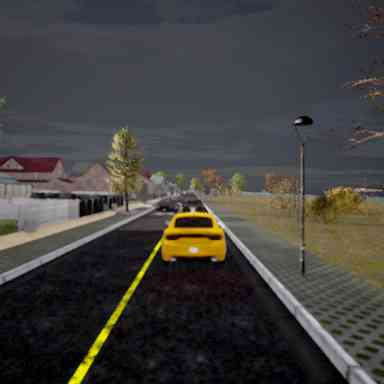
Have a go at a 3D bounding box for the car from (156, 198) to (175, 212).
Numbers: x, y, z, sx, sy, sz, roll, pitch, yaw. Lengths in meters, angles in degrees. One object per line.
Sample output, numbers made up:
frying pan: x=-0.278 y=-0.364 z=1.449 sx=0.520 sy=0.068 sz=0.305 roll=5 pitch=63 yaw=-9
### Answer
car: x=-2.791 y=1.416 z=36.562 sx=2.033 sy=1.411 sz=5.357 roll=0 pitch=0 yaw=1

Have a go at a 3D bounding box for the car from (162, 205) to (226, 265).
car: x=0.070 y=1.436 z=11.547 sx=1.882 sy=1.535 sz=5.008 roll=0 pitch=0 yaw=1

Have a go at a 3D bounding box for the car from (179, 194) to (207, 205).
car: x=0.066 y=1.261 z=25.411 sx=2.097 sy=1.767 sz=4.553 roll=0 pitch=0 yaw=0
